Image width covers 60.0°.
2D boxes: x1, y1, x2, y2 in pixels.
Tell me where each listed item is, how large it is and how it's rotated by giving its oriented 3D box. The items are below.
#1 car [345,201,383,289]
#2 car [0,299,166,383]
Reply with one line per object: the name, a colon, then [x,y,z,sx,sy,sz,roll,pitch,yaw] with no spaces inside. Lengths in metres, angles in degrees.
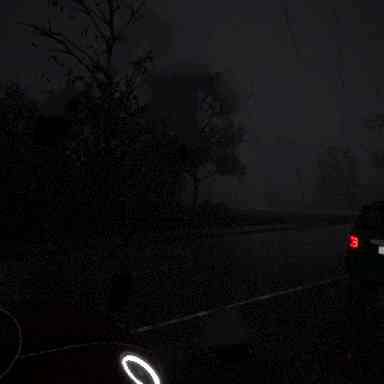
car: [5.918,1.221,7.882,5.566,2.045,2.150,0,0,-35]
car: [-2.356,1.354,2.028,4.553,1.767,2.097,0,0,-36]
